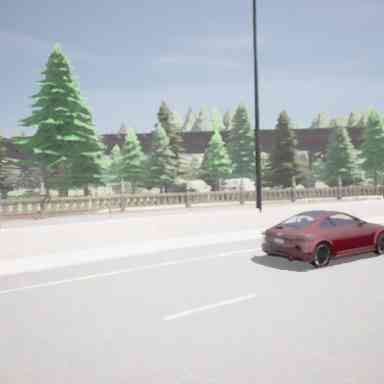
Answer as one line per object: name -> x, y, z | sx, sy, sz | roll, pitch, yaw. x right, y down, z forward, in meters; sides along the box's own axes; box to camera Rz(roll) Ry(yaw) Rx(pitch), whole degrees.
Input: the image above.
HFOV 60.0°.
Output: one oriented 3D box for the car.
car -> 4.138, 1.247, 10.130 | 4.181, 1.385, 1.994 | -2, 1, -29
